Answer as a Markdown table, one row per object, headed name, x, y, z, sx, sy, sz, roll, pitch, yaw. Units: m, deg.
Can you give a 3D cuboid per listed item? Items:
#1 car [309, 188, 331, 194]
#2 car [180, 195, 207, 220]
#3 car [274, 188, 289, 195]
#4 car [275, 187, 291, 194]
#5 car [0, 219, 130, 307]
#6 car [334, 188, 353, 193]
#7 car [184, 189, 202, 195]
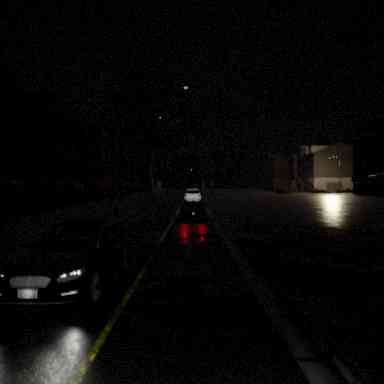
| name | x | y | z | sx | sy | sz | roll | pitch | yaw |
| --- | --- | --- | --- | --- | --- | --- | --- | --- | --- |
| car | 26.568 | -0.179 | 69.028 | 4.206 | 1.307 | 1.802 | -1 | 1 | 0 |
| car | 0.103 | 1.235 | 25.263 | 2.128 | 1.511 | 4.902 | 0 | 1 | 0 |
| car | 18.809 | -0.126 | 70.227 | 1.947 | 1.339 | 4.313 | 1 | 1 | 0 |
| car | 18.797 | -0.268 | 67.302 | 1.802 | 1.307 | 4.206 | 1 | 1 | 0 |
| car | -2.791 | 1.462 | 8.128 | 2.128 | 1.511 | 4.902 | 0 | 0 | 0 |
| car | 31.830 | -0.244 | 69.026 | 4.313 | 1.339 | 1.947 | -1 | 1 | 0 |
| car | 0.105 | 0.565 | 43.161 | 2.150 | 2.045 | 5.566 | 0 | 1 | 0 |
